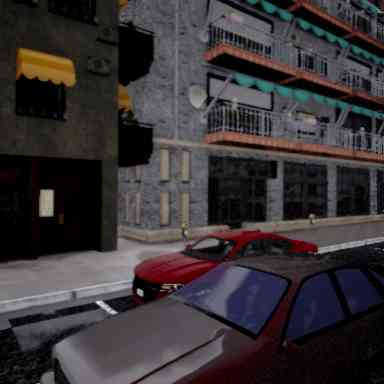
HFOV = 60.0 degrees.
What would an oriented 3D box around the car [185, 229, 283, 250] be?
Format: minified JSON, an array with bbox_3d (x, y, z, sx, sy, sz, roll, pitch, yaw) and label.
[{"bbox_3d":[0.916,1.532,7.202,4.507,1.381,1.887,0,1,-35],"label":"car"}]

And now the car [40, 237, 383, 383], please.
[{"bbox_3d":[1.120,1.539,4.176,5.357,1.411,2.033,0,0,-36],"label":"car"}]
